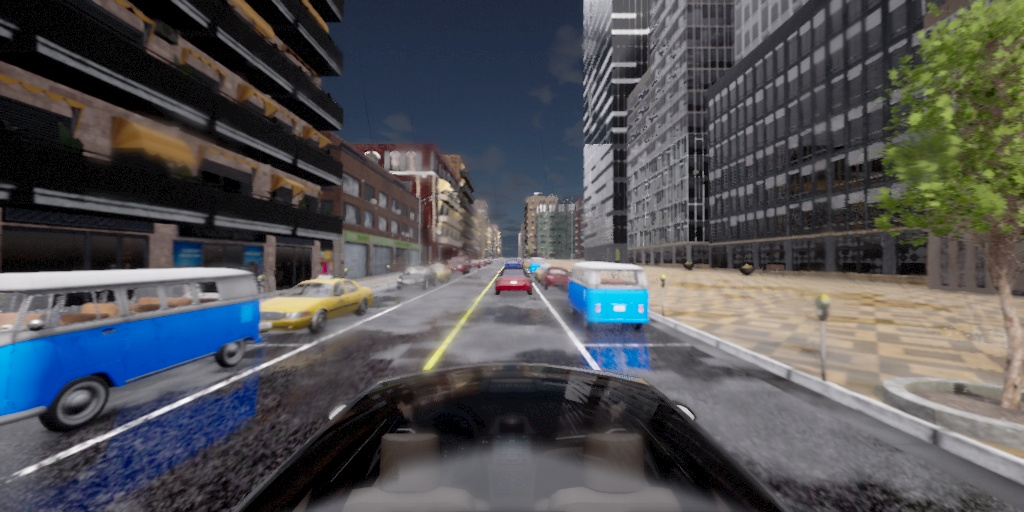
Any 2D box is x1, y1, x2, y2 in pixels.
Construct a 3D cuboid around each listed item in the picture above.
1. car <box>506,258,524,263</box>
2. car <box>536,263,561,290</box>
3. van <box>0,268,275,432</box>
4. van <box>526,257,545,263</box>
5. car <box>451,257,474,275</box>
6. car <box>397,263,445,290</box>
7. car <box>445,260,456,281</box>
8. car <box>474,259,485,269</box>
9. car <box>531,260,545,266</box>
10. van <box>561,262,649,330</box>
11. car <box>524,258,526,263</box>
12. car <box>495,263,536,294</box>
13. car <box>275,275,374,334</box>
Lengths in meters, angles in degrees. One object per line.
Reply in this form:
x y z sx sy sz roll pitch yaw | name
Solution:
0.082 1.193 42.284 1.882 1.535 5.008 0 0 0 | car
2.682 1.313 21.979 1.802 1.307 4.207 0 0 0 | car
-5.692 1.088 5.269 1.690 1.789 3.998 0 0 0 | van
2.675 1.058 38.690 1.690 1.789 3.998 0 0 0 | van
-5.706 1.032 38.687 2.192 1.841 5.009 0 0 0 | car
-5.699 1.282 21.977 2.007 1.370 4.403 0 0 0 | car
-5.701 1.252 27.378 1.751 1.417 4.829 0 0 0 | car
-5.713 1.251 55.396 1.888 1.381 4.507 0 0 0 | car
2.680 1.252 27.719 1.751 1.417 4.829 0 0 0 | car
2.687 1.082 10.842 1.690 1.789 3.998 0 0 0 | van
2.668 1.231 55.568 1.751 1.417 4.829 0 0 0 | car
0.091 1.297 20.139 1.994 1.385 4.181 0 0 0 | car
-5.694 1.267 10.669 1.751 1.417 4.829 0 0 0 | car
